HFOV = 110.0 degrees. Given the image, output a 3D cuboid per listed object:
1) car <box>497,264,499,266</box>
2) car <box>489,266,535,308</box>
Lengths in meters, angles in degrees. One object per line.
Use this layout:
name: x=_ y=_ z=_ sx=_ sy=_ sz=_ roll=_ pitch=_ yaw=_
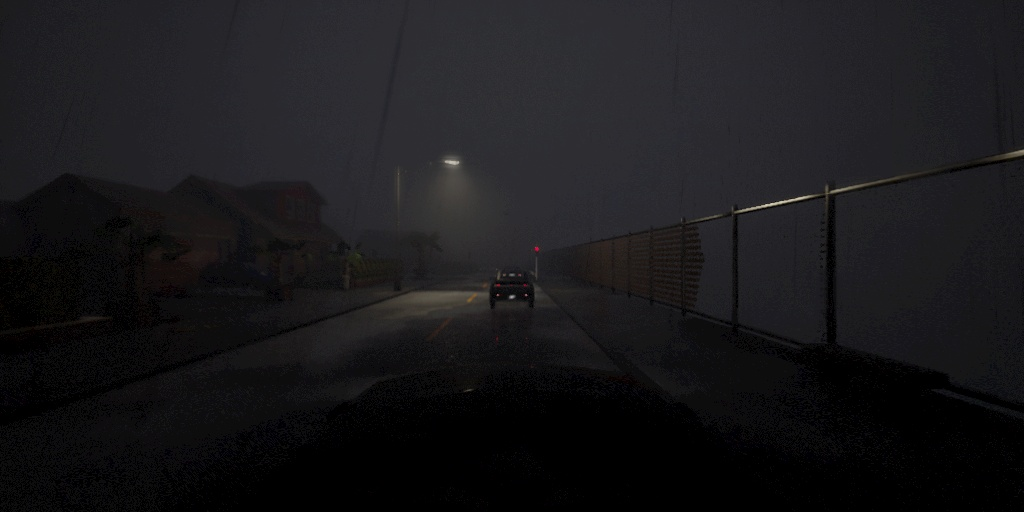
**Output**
car: x=-0.006 y=1.572 z=30.841 sx=2.033 sy=1.411 sz=5.357 roll=0 pitch=-1 yaw=0
car: x=0.001 y=1.379 z=16.148 sx=2.128 sy=1.511 sz=4.902 roll=0 pitch=0 yaw=0
